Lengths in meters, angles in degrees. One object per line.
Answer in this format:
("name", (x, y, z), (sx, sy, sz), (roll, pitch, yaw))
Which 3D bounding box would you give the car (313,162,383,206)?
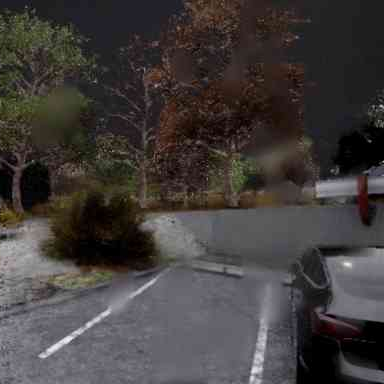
("car", (6.809, -0.367, 10.698), (5.357, 1.411, 2.033), (-5, -3, 36))

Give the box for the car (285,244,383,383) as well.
("car", (2.542, 1.515, 5.083), (2.163, 1.488, 4.792), (0, -1, 16))
